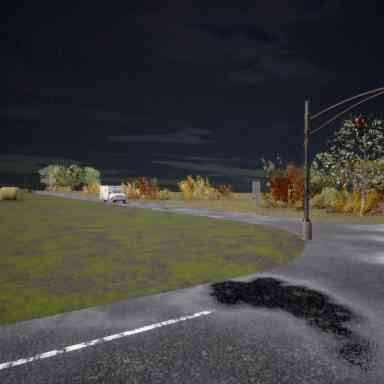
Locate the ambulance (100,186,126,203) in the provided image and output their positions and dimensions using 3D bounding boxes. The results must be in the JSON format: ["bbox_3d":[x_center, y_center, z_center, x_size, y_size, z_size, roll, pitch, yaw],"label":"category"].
[{"bbox_3d":[-11.882,0.341,50.062,2.351,2.431,6.366,2,0,-32],"label":"ambulance"}]
